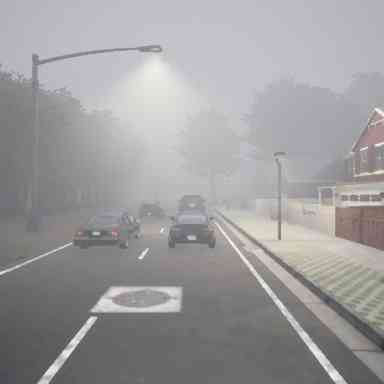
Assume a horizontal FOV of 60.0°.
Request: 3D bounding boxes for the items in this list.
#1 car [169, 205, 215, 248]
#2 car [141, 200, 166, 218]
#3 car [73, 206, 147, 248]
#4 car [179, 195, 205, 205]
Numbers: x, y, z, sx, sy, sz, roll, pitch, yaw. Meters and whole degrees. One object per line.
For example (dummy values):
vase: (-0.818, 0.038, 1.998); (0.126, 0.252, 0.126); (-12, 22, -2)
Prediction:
car: (0.000, 1.533, 14.651); (1.812, 1.442, 4.674); (0, 0, 0)
car: (-3.501, 1.515, 29.653); (1.837, 1.490, 4.892); (0, 0, 0)
car: (-3.500, 1.563, 14.651); (2.033, 1.411, 5.357); (0, 0, 0)
car: (0.000, 1.257, 29.684); (2.150, 2.045, 5.566); (0, 0, 0)
